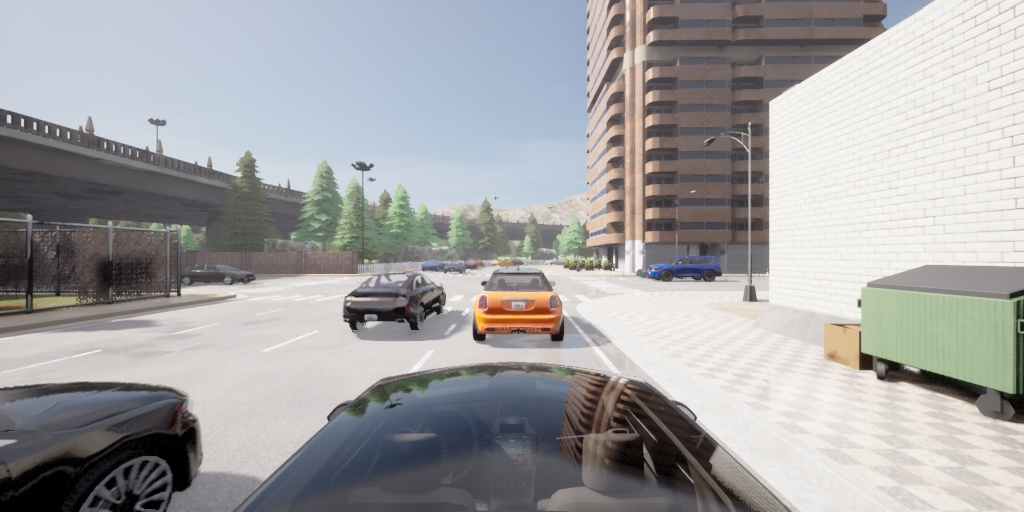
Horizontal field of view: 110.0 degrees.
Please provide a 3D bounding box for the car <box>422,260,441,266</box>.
[{"bbox_3d":[-9.928,1.227,45.073,1.882,1.535,5.008,0,0,3],"label":"car"}]

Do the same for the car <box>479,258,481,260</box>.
[{"bbox_3d":[-6.781,1.100,62.146,2.097,1.767,4.553,0,0,25],"label":"car"}]

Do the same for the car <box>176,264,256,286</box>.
[{"bbox_3d":[-21.193,1.310,25.788,4.892,1.490,1.837,0,0,1],"label":"car"}]

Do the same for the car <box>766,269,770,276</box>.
[{"bbox_3d":[25.828,1.406,32.416,4.718,1.301,1.895,0,0,1],"label":"car"}]

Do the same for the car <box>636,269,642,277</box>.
[{"bbox_3d":[13.529,1.369,32.586,4.181,1.385,1.994,0,0,-1],"label":"car"}]

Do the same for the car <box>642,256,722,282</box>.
[{"bbox_3d":[13.926,1.027,29.065,5.566,2.045,2.150,0,0,1],"label":"car"}]

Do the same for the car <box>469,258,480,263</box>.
[{"bbox_3d":[-6.205,1.350,50.702,1.895,1.301,4.718,0,0,6],"label":"car"}]

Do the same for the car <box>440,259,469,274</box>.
[{"bbox_3d":[-6.587,1.313,41.659,1.994,1.385,4.181,0,0,2],"label":"car"}]

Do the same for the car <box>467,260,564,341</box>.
[{"bbox_3d":[0.167,1.102,10.004,2.097,1.767,4.553,0,0,1],"label":"car"}]

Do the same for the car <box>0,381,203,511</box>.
[{"bbox_3d":[-3.413,1.242,0.858,2.128,1.511,4.902,0,0,1],"label":"car"}]

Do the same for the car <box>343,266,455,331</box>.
[{"bbox_3d":[-3.321,1.242,10.951,2.128,1.511,4.902,0,0,1],"label":"car"}]

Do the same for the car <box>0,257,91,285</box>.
[{"bbox_3d":[-34.081,1.026,25.941,5.566,2.045,2.150,0,0,1],"label":"car"}]
